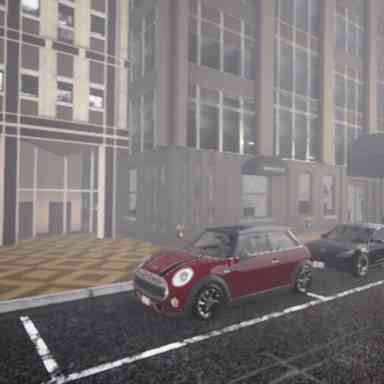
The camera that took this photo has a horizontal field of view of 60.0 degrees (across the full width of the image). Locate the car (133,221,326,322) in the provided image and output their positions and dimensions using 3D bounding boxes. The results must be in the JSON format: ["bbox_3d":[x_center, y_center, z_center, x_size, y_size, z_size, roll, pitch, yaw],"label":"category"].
[{"bbox_3d":[0.779,1.484,7.284,4.097,1.590,1.967,1,0,-35],"label":"car"}]

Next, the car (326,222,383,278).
[{"bbox_3d":[5.303,1.661,10.512,4.313,1.339,1.947,1,0,-35],"label":"car"}]
